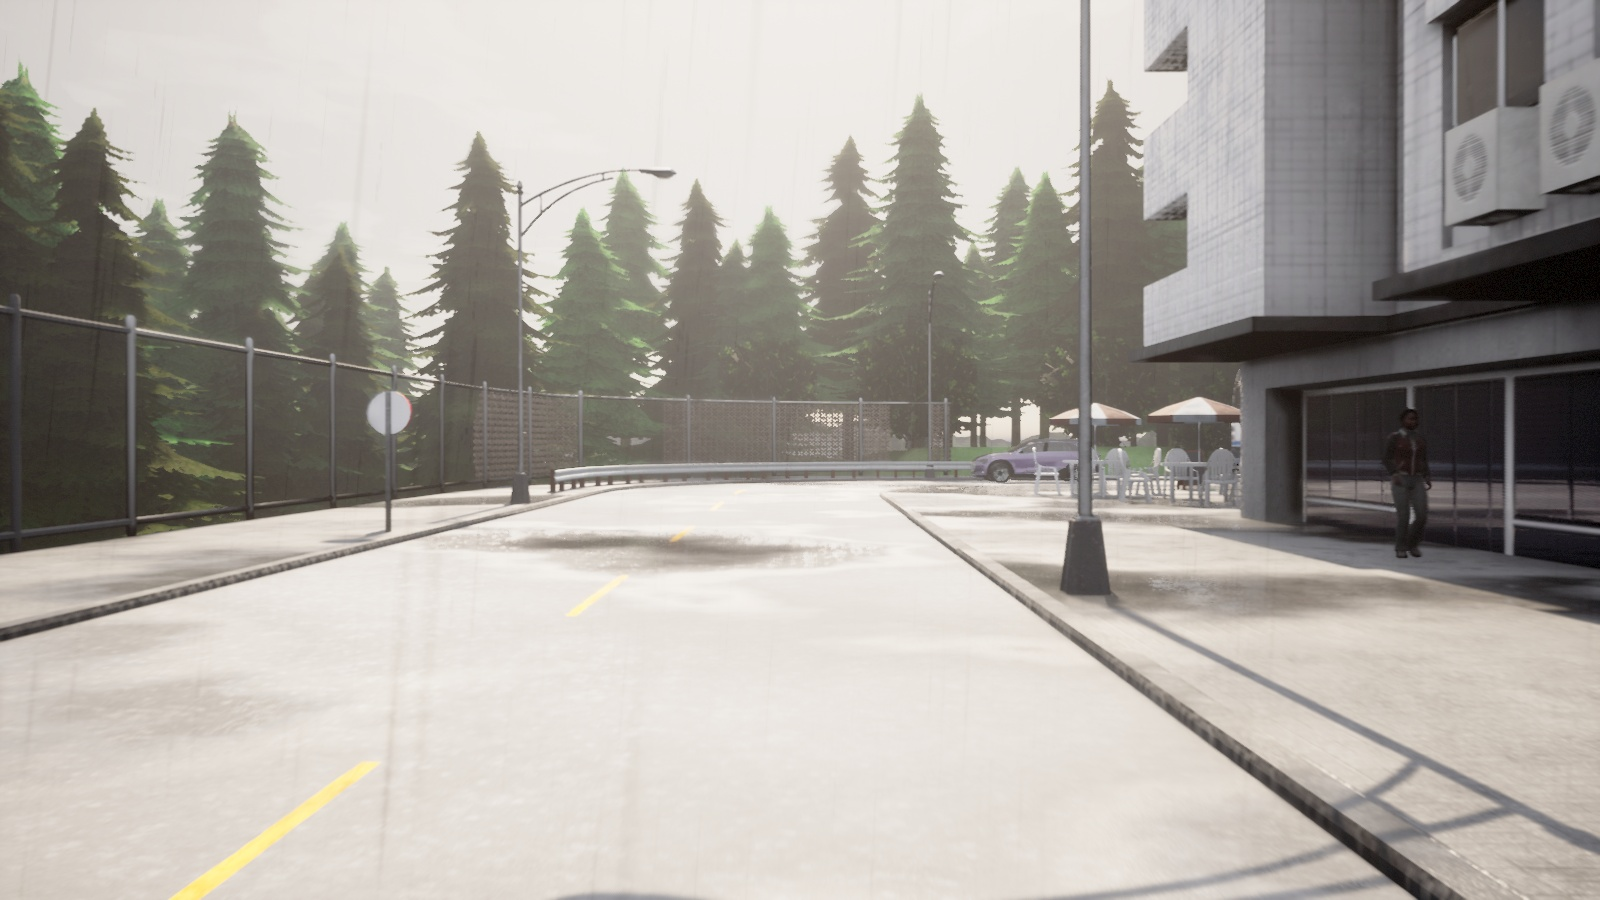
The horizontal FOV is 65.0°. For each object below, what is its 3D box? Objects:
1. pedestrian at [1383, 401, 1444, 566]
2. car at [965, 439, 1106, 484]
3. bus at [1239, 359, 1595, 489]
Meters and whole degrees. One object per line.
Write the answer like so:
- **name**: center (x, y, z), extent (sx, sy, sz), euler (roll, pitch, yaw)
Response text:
- **pedestrian**: center (7.348, 0.393, 15.059), extent (0.402, 1.930, 0.666), euler (0, 0, 0)
- **car**: center (8.790, 0.418, 47.142), extent (4.856, 1.649, 2.033), euler (0, 0, -2)
- **bus**: center (20.917, -0.857, 43.194), extent (10.273, 4.253, 3.944), euler (0, 0, 1)
